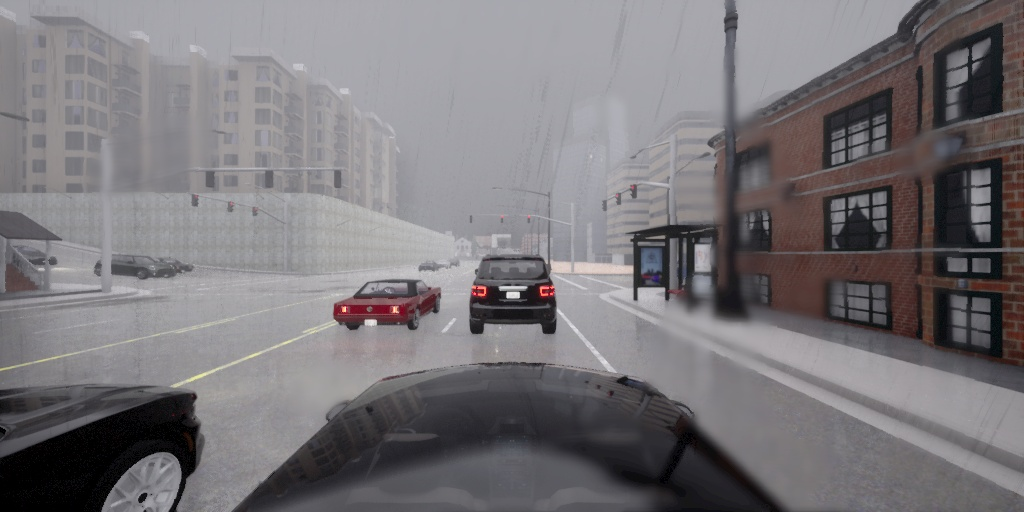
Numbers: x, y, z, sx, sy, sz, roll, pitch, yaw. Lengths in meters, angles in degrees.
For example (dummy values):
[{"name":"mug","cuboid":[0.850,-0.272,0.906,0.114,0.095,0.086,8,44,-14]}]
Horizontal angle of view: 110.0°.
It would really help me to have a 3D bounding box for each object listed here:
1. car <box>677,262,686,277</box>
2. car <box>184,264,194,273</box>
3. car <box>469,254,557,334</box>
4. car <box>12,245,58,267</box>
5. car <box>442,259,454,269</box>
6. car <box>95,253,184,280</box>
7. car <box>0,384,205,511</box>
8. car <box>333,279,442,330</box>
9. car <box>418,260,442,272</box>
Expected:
[{"name":"car","cuboid":[14.319,1.225,30.962,5.008,1.535,1.882,0,0,-1]},{"name":"car","cuboid":[-30.242,0.788,30.569,4.718,1.301,1.895,6,0,0]},{"name":"car","cuboid":[0.025,0.971,10.731,2.150,2.045,5.566,0,0,0]},{"name":"car","cuboid":[-36.881,-0.075,26.807,4.181,1.385,1.994,9,0,-1]},{"name":"car","cuboid":[-10.885,1.270,56.922,1.812,1.442,4.674,0,0,-1]},{"name":"car","cuboid":[-28.078,0.716,26.888,4.553,1.767,2.097,5,0,0]},{"name":"car","cuboid":[-3.405,1.228,0.822,1.882,1.535,5.008,0,0,0]},{"name":"car","cuboid":[-3.473,1.350,11.047,1.895,1.301,4.718,0,0,0]},{"name":"car","cuboid":[-10.842,1.309,46.942,1.994,1.385,4.181,0,0,0]}]
